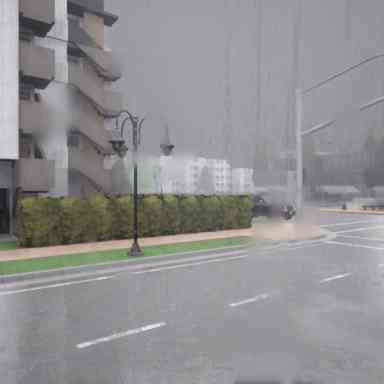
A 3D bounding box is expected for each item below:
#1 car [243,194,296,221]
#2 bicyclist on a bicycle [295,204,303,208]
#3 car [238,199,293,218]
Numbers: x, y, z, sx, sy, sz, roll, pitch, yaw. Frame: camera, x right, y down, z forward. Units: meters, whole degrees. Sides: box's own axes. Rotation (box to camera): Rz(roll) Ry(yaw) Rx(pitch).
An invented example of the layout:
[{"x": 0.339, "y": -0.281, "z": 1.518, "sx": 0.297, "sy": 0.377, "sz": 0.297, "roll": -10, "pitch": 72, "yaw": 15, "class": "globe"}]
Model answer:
[{"x": 5.776, "y": 1.222, "z": 27.327, "sx": 2.150, "sy": 2.045, "sz": 5.566, "roll": 0, "pitch": 0, "yaw": -38, "class": "car"}, {"x": 13.423, "y": 1.301, "z": 41.677, "sx": 1.656, "sy": 1.620, "sz": 0.582, "roll": 0, "pitch": 0, "yaw": -39, "class": "bicyclist on a bicycle"}, {"x": 6.882, "y": 1.478, "z": 31.644, "sx": 1.882, "sy": 1.535, "sz": 5.008, "roll": 0, "pitch": 0, "yaw": -37, "class": "car"}]
